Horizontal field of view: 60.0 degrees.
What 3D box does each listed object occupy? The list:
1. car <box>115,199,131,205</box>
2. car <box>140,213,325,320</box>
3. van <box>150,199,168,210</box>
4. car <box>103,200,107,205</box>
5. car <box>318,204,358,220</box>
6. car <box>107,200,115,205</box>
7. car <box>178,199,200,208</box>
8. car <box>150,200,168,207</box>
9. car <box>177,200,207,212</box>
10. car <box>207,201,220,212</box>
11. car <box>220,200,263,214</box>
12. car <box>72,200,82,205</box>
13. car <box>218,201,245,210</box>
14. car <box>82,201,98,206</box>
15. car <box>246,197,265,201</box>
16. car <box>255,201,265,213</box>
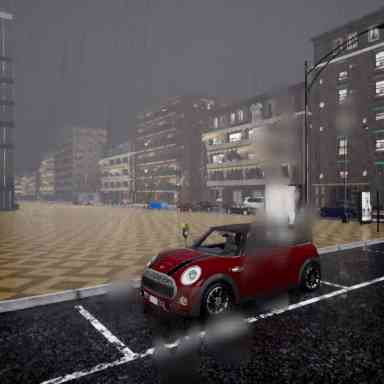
[{"bbox_3d":[-16.860,2.529,83.577,1.967,1.590,4.097,-2,0,-36],"label":"car"},{"bbox_3d":[0.918,1.440,7.228,4.097,1.590,1.967,0,0,-36],"label":"car"},{"bbox_3d":[-5.330,2.035,53.357,1.690,1.788,3.998,-2,0,-36],"label":"van"},{"bbox_3d":[-23.397,2.798,92.593,1.887,1.381,4.507,-2,0,-36],"label":"car"},{"bbox_3d":[13.990,1.809,31.204,1.994,1.385,4.181,-1,0,-36],"label":"car"},{"bbox_3d":[-20.127,2.737,88.085,1.947,1.339,4.313,-2,0,-36],"label":"car"},{"bbox_3d":[-0.507,2.119,61.039,1.967,1.590,4.097,-2,0,-36],"label":"car"},{"bbox_3d":[-7.047,2.425,70.052,1.802,1.307,4.206,-2,0,-36],"label":"car"},{"bbox_3d":[-0.403,2.115,46.476,1.887,1.381,4.507,-2,0,-36],"label":"car"},{"bbox_3d":[2.160,2.046,47.534,1.837,1.490,4.892,-1,-1,-36],"label":"car"},{"bbox_3d":[5.683,1.969,38.007,2.008,1.369,4.403,-2,0,-36],"label":"car"},{"bbox_3d":[-30.181,2.863,87.673,1.887,1.381,4.507,-2,0,-36],"label":"car"},{"bbox_3d":[6.096,2.097,52.067,1.802,1.307,4.206,-2,0,-36],"label":"car"},{"bbox_3d":[-23.641,2.704,78.657,2.008,1.369,4.403,-2,0,-36],"label":"car"},{"bbox_3d":[8.450,1.601,38.840,2.150,2.045,5.566,-1,0,-36],"label":"car"},{"bbox_3d":[8.954,1.887,33.499,2.008,1.369,4.403,-2,0,-36],"label":"car"}]
